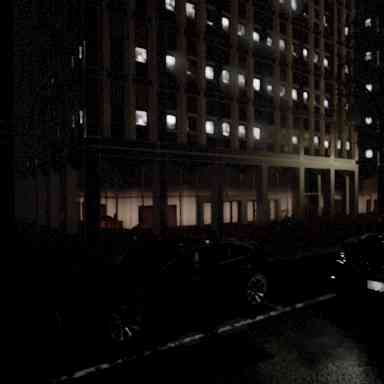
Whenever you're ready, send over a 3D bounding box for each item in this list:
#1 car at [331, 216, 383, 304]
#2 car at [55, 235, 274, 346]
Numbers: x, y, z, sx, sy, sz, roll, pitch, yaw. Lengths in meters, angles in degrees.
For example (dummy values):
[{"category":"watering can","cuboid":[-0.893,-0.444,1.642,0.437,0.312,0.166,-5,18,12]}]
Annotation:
[{"category":"car","cuboid":[5.355,1.228,7.187,5.566,2.045,2.150,0,0,-35]},{"category":"car","cuboid":[-0.277,1.569,6.370,4.313,1.339,1.947,0,-1,-35]}]
